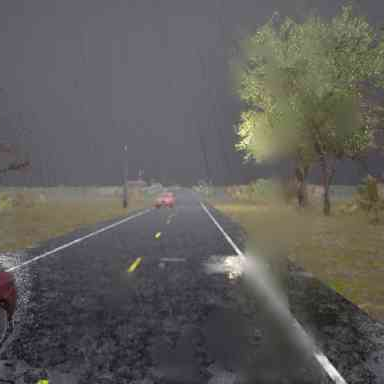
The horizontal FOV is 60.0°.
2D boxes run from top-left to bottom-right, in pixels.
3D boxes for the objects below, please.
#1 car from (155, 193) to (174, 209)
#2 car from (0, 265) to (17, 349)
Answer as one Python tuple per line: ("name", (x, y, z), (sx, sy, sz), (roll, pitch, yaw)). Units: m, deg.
("car", (-3.599, 1.154, 44.509), (2.150, 2.045, 5.566), (0, 0, 0))
("car", (-3.599, 1.523, 3.354), (1.812, 1.442, 4.674), (0, 0, 0))
